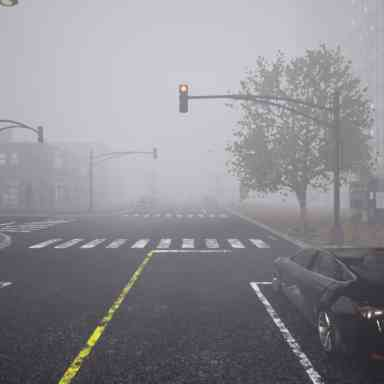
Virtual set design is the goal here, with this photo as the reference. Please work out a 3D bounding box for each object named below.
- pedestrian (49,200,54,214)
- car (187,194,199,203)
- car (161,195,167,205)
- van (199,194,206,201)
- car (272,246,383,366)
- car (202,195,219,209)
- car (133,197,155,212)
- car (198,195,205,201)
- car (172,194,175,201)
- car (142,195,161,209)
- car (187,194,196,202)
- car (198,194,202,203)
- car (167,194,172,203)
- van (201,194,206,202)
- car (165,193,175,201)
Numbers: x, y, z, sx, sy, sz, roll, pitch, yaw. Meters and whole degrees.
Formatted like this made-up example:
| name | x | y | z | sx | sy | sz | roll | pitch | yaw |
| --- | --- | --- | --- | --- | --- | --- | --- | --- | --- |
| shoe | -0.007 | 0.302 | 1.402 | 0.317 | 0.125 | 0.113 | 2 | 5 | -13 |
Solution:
| name | x | y | z | sx | sy | sz | roll | pitch | yaw |
| --- | --- | --- | --- | --- | --- | --- | --- | --- | --- |
| pedestrian | -12.783 | 1.318 | 30.262 | 0.375 | 1.300 | 0.375 | 0 | -1 | -1 |
| car | 0.014 | 1.570 | 69.569 | 1.994 | 1.385 | 4.181 | 0 | 0 | 1 |
| car | -5.748 | 1.555 | 54.921 | 2.008 | 1.369 | 4.403 | 0 | 0 | 0 |
| van | 2.602 | 1.349 | 82.687 | 1.690 | 1.788 | 3.998 | 0 | 0 | 0 |
| car | 2.688 | 1.566 | 5.801 | 1.947 | 1.339 | 4.313 | 0 | 0 | 0 |
| car | 2.644 | 1.528 | 44.000 | 1.752 | 1.417 | 4.829 | 0 | 0 | 0 |
| car | -5.729 | 1.584 | 38.267 | 1.802 | 1.307 | 4.206 | 0 | 0 | 0 |
| car | 2.594 | 1.534 | 88.408 | 1.752 | 1.417 | 4.829 | 0 | 0 | 0 |
| car | -5.780 | 1.558 | 82.675 | 2.008 | 1.369 | 4.403 | 0 | 0 | 0 |
| car | -5.735 | 1.318 | 43.818 | 2.192 | 1.841 | 5.009 | 0 | 0 | 0 |
| car | -0.088 | 1.362 | 79.487 | 2.097 | 1.767 | 4.553 | 0 | 0 | 0 |
| car | 2.625 | 1.556 | 60.483 | 2.008 | 1.369 | 4.403 | 0 | 0 | 0 |
| car | -5.767 | 1.531 | 71.404 | 1.752 | 1.417 | 4.829 | 0 | 0 | 0 |
| van | 2.639 | 1.345 | 49.382 | 1.690 | 1.788 | 3.998 | 0 | 0 | 0 |
| car | -5.786 | 1.324 | 88.227 | 2.192 | 1.841 | 5.009 | 0 | 0 | 0 |
